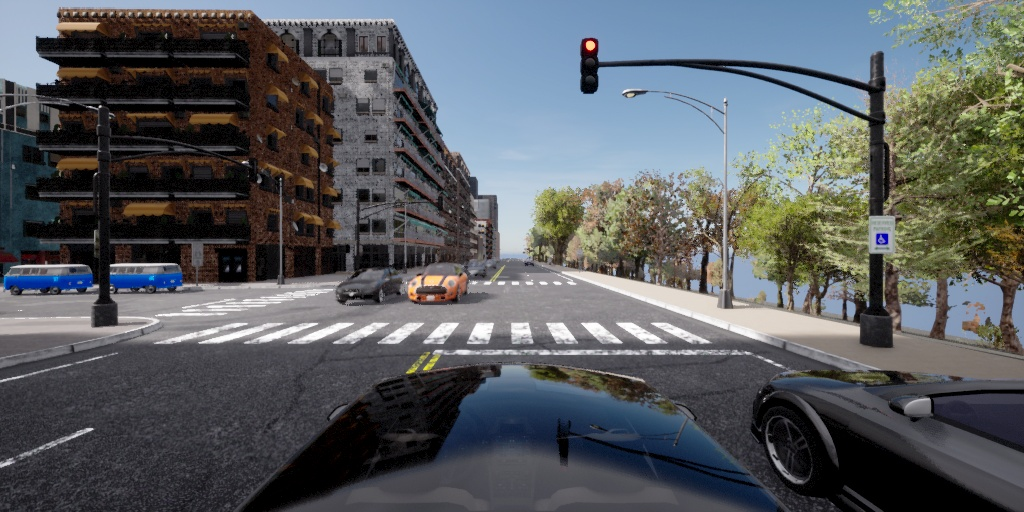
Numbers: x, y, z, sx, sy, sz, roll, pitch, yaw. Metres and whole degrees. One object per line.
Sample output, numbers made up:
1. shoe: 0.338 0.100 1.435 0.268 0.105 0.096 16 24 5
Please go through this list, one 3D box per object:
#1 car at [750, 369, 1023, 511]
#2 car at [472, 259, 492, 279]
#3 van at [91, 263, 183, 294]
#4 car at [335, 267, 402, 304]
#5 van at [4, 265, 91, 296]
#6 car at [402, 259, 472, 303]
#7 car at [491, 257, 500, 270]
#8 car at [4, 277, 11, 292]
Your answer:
1. car: 3.348 1.314 1.834 1.994 1.385 4.181 0 0 0
2. car: -3.322 1.243 33.372 2.128 1.511 4.902 0 0 0
3. van: -22.701 1.351 22.024 3.998 1.789 1.690 0 0 -1
4. car: -6.604 1.324 17.150 1.837 1.490 4.892 -1 0 0
5. van: -28.302 1.425 21.953 3.998 1.789 1.690 0 0 -1
6. car: -3.346 1.148 17.004 2.097 1.767 4.553 0 0 0
7. car: -3.295 1.254 52.894 2.128 1.511 4.902 0 0 0
8. car: -22.622 1.624 13.677 4.207 1.307 1.802 0 0 -1
